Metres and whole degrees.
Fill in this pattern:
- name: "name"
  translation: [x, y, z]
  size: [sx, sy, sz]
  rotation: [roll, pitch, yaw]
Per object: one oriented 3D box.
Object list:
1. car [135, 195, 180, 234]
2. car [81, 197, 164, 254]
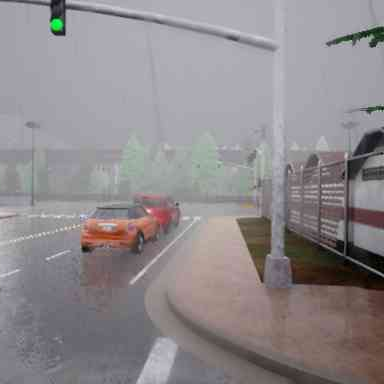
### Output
- name: "car"
  translation: [-2.064, 1.191, 19.286]
  size: [2.150, 2.045, 5.566]
  rotation: [1, 0, 6]
- name: "car"
  translation: [-2.703, 1.267, 13.576]
  size: [2.097, 1.767, 4.553]
  rotation: [1, 0, 6]
